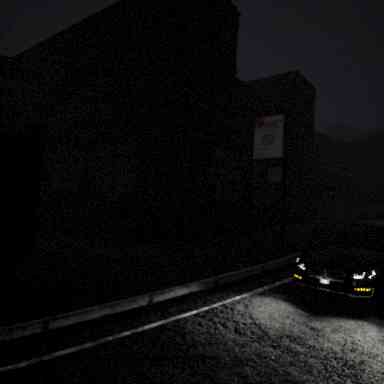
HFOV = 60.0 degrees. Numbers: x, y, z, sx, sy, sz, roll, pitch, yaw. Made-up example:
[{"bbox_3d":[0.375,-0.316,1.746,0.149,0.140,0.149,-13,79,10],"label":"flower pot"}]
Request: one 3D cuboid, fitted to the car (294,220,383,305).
[{"bbox_3d":[4.342,1.518,8.320,1.837,1.490,4.892,1,1,45],"label":"car"}]
